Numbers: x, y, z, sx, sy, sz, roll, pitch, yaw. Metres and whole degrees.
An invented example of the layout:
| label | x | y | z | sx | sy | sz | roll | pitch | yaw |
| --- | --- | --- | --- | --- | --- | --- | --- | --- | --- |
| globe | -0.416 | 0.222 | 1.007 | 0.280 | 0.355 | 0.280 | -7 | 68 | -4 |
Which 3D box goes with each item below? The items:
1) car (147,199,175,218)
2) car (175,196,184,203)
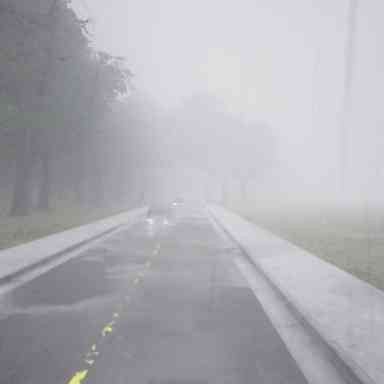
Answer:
| label | x | y | z | sx | sy | sz | roll | pitch | yaw |
| --- | --- | --- | --- | --- | --- | --- | --- | --- | --- |
| car | -2.841 | 1.561 | 29.921 | 1.994 | 1.385 | 4.181 | 0 | 0 | 0 |
| car | -2.736 | 1.554 | 70.246 | 1.895 | 1.301 | 4.718 | 0 | 0 | 0 |
